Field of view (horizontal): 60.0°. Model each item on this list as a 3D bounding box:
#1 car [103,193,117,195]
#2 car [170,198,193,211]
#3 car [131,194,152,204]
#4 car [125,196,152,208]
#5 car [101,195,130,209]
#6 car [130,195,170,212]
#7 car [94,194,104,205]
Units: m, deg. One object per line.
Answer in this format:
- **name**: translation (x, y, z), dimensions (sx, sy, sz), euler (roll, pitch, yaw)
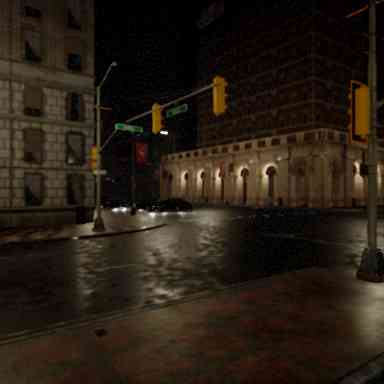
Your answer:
- **car**: translation (-13.688, 1.176, 56.333), dimensions (2.150, 2.045, 5.566), euler (0, 0, -35)
- **car**: translation (-1.835, 1.433, 39.554), dimensions (1.882, 1.535, 5.008), euler (0, 0, -36)
- **car**: translation (-9.555, 1.292, 62.676), dimensions (2.097, 1.767, 4.553), euler (0, 0, -35)
- **car**: translation (-7.750, 1.432, 47.826), dimensions (1.882, 1.535, 5.008), euler (0, 0, -35)
- **car**: translation (-10.690, 1.526, 45.916), dimensions (1.994, 1.385, 4.181), euler (0, 0, -35)
- **car**: translation (-4.880, 1.467, 37.789), dimensions (1.837, 1.490, 4.892), euler (0, 0, -36)
- **car**: translation (-16.559, 1.439, 54.303), dimensions (1.882, 1.535, 5.008), euler (0, 0, -35)
